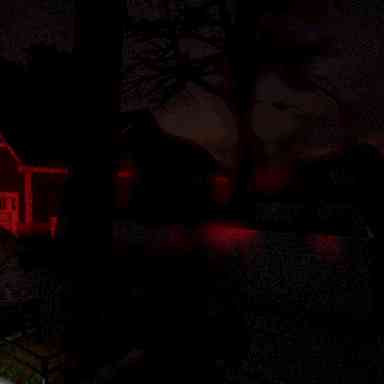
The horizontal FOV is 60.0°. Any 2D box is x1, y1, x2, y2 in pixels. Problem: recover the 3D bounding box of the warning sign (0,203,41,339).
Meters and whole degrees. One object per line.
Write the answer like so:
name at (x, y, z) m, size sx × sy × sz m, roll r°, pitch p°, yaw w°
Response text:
warning sign at (-3.156, 1.127, 4.903) m, size 1.060 × 1.860 × 1.300 m, roll -1°, pitch 0°, yaw 36°
